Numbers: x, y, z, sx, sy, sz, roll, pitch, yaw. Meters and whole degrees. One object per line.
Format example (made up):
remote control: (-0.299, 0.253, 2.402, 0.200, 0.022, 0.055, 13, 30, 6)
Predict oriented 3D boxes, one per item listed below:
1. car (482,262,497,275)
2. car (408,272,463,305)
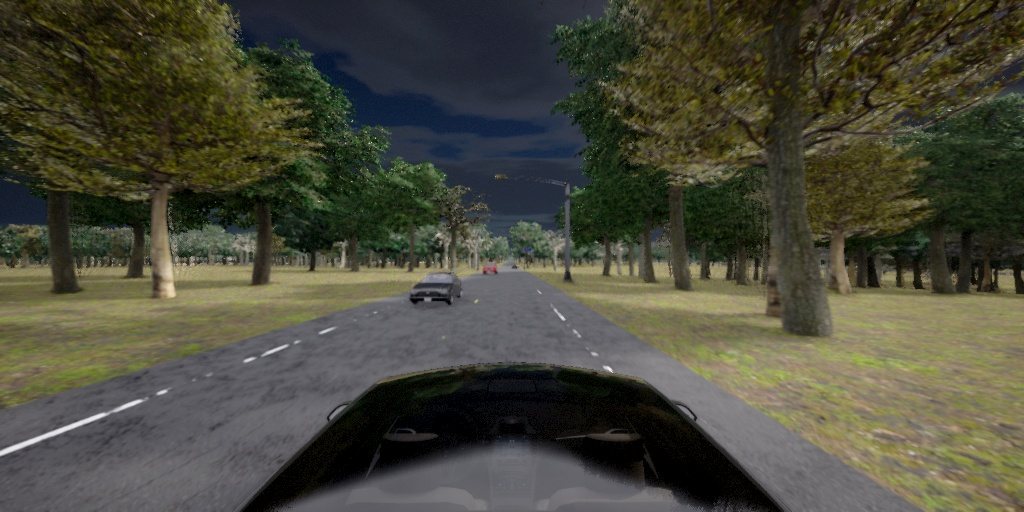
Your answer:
car: (-3.545, 2.003, 58.368, 2.150, 2.045, 5.566, 0, -1, 1)
car: (-3.595, 1.532, 17.977, 2.033, 1.411, 5.357, 0, -1, 0)
